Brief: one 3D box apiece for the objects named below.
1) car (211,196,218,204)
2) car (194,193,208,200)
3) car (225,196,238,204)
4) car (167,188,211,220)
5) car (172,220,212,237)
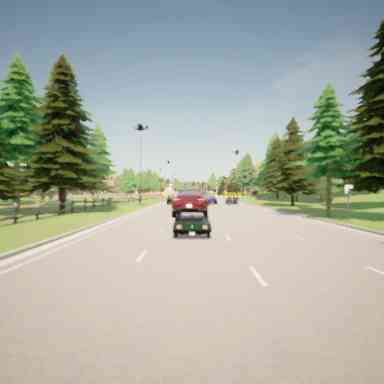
[{"bbox_3d":[3.503,1.449,59.193,1.812,1.442,4.674,0,0,0],"label":"car"},{"bbox_3d":[2.628,1.230,94.261,2.097,1.767,4.553,0,0,31],"label":"car"},{"bbox_3d":[7.003,1.414,59.192,2.128,1.511,4.902,0,0,0],"label":"car"},{"bbox_3d":[-0.034,0.539,17.835,1.812,1.442,4.674,0,-2,3],"label":"car"},{"bbox_3d":[0.004,1.640,17.775,1.895,1.301,4.718,0,1,0],"label":"car"}]
